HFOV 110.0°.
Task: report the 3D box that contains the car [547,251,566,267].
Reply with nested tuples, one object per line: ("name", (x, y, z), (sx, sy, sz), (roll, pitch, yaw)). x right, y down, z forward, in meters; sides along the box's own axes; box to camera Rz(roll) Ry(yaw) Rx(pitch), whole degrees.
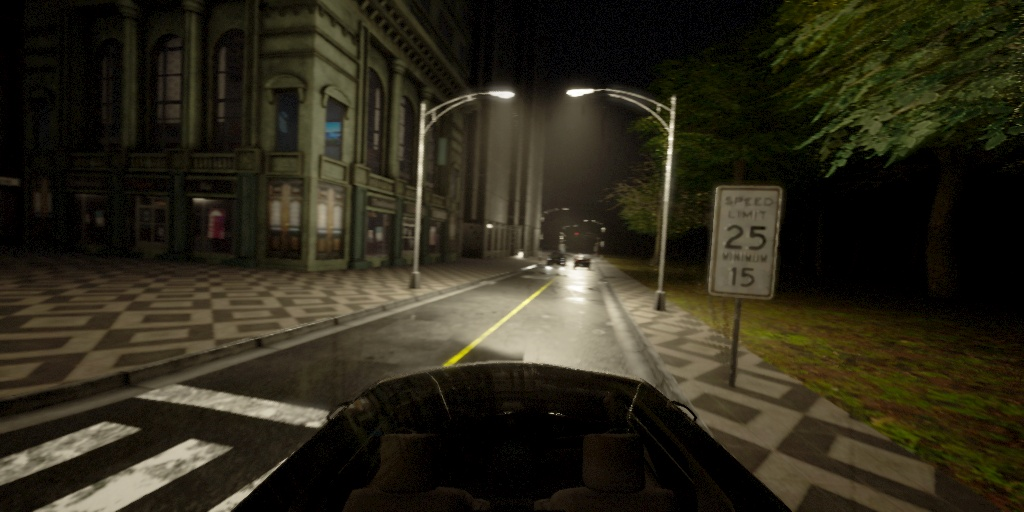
("car", (5.469, 0.319, 43.529), (2.097, 1.767, 4.553), (4, 2, 12))

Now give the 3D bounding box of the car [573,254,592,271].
("car", (7.742, 0.710, 39.607), (2.128, 1.511, 4.902), (4, 2, 12))
